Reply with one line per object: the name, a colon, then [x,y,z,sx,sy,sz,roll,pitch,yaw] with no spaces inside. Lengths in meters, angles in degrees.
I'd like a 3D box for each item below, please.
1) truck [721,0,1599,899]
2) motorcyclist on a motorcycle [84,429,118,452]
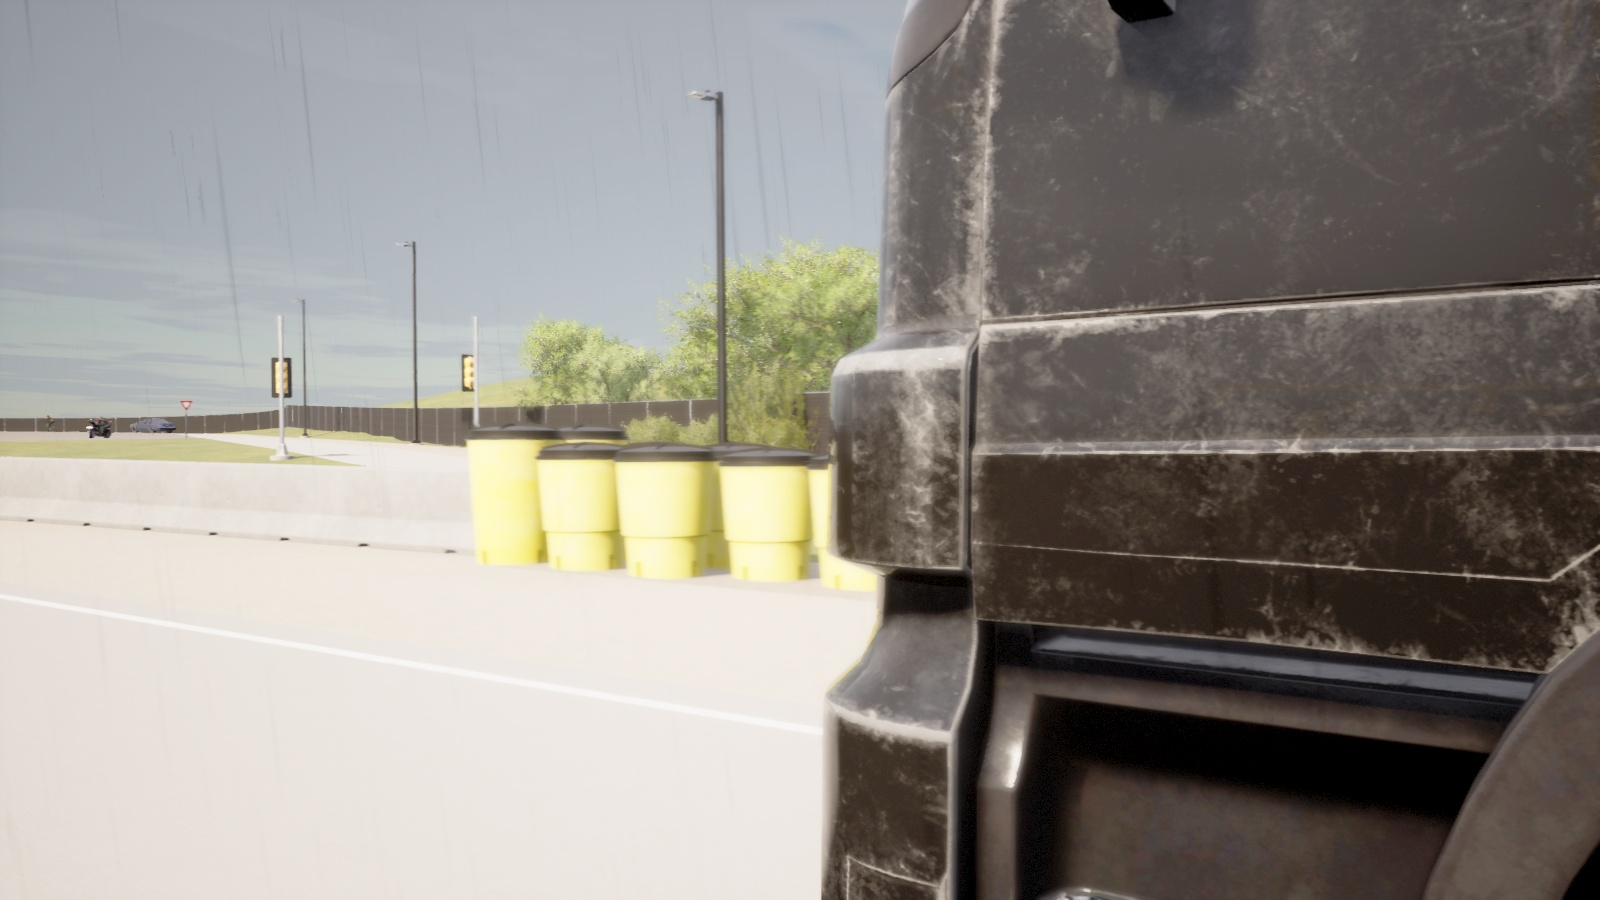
truck: [3.987,-0.300,0.956,7.936,3.462,2.891,0,1,34]
motorcyclist on a motorcycle: [-46.821,-0.637,84.096,0.866,1.530,2.191,-2,1,5]
